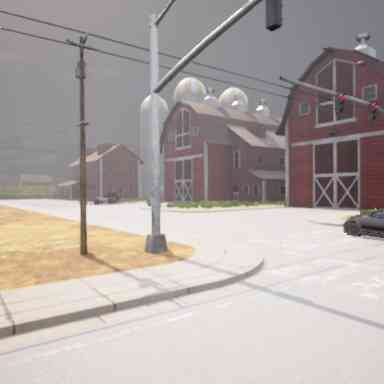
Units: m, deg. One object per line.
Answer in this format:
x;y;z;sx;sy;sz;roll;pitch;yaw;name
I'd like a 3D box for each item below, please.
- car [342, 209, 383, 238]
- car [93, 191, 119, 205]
8.671;1.369;14.371;1.994;1.385;4.181;0;0;-22;car
-13.117;0.906;51.098;3.866;1.878;1.905;-2;6;11;car
